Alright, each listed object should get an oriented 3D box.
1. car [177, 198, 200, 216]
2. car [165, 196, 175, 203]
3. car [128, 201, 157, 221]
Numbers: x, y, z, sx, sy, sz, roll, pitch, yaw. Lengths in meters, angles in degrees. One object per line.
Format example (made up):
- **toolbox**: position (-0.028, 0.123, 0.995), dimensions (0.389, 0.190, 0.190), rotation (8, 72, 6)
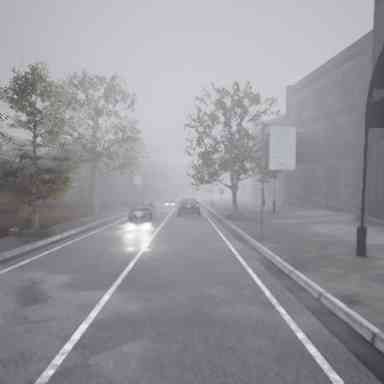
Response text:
- **car**: position (-0.331, 1.325, 32.489), dimensions (2.097, 1.767, 4.553), rotation (0, 0, -1)
- **car**: position (-4.406, 1.464, 67.178), dimensions (2.128, 1.511, 4.902), rotation (0, 0, 0)
- **car**: position (-3.950, 1.481, 26.981), dimensions (2.128, 1.511, 4.902), rotation (0, 0, -1)
